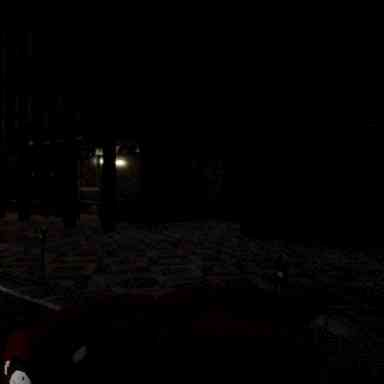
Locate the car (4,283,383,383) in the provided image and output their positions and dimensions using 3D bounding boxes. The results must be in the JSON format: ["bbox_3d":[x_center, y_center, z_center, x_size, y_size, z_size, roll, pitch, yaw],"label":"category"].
[{"bbox_3d":[0.104,1.533,2.887,4.507,1.381,1.887,1,0,36],"label":"car"}]
